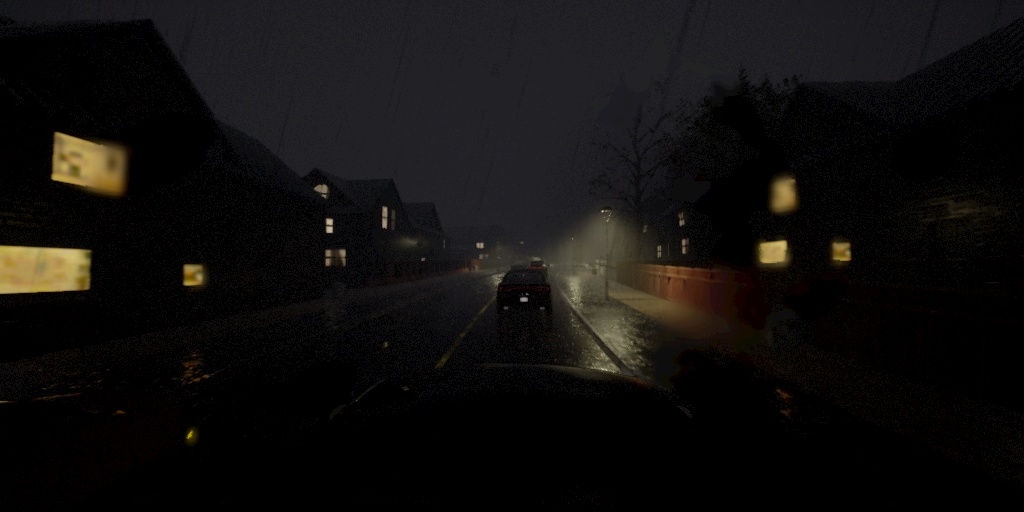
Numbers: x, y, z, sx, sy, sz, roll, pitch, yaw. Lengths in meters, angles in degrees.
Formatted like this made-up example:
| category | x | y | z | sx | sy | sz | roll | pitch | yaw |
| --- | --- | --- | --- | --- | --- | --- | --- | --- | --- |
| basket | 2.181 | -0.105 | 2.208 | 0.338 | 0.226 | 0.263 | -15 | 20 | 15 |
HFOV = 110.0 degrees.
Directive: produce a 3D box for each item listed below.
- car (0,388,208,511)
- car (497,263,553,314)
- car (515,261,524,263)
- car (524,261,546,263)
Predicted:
| category | x | y | z | sx | sy | sz | roll | pitch | yaw |
| --- | --- | --- | --- | --- | --- | --- | --- | --- | --- |
| car | -2.795 | 1.271 | 0.345 | 1.812 | 1.442 | 4.674 | 0 | 0 | 0 |
| car | 0.511 | 1.221 | 13.843 | 1.882 | 1.535 | 5.008 | 0 | 0 | 3 |
| car | 0.952 | 1.295 | 43.281 | 1.895 | 1.301 | 4.718 | 0 | 0 | 10 |
| car | 2.533 | 1.208 | 34.427 | 1.837 | 1.490 | 4.892 | 0 | 0 | 8 |
